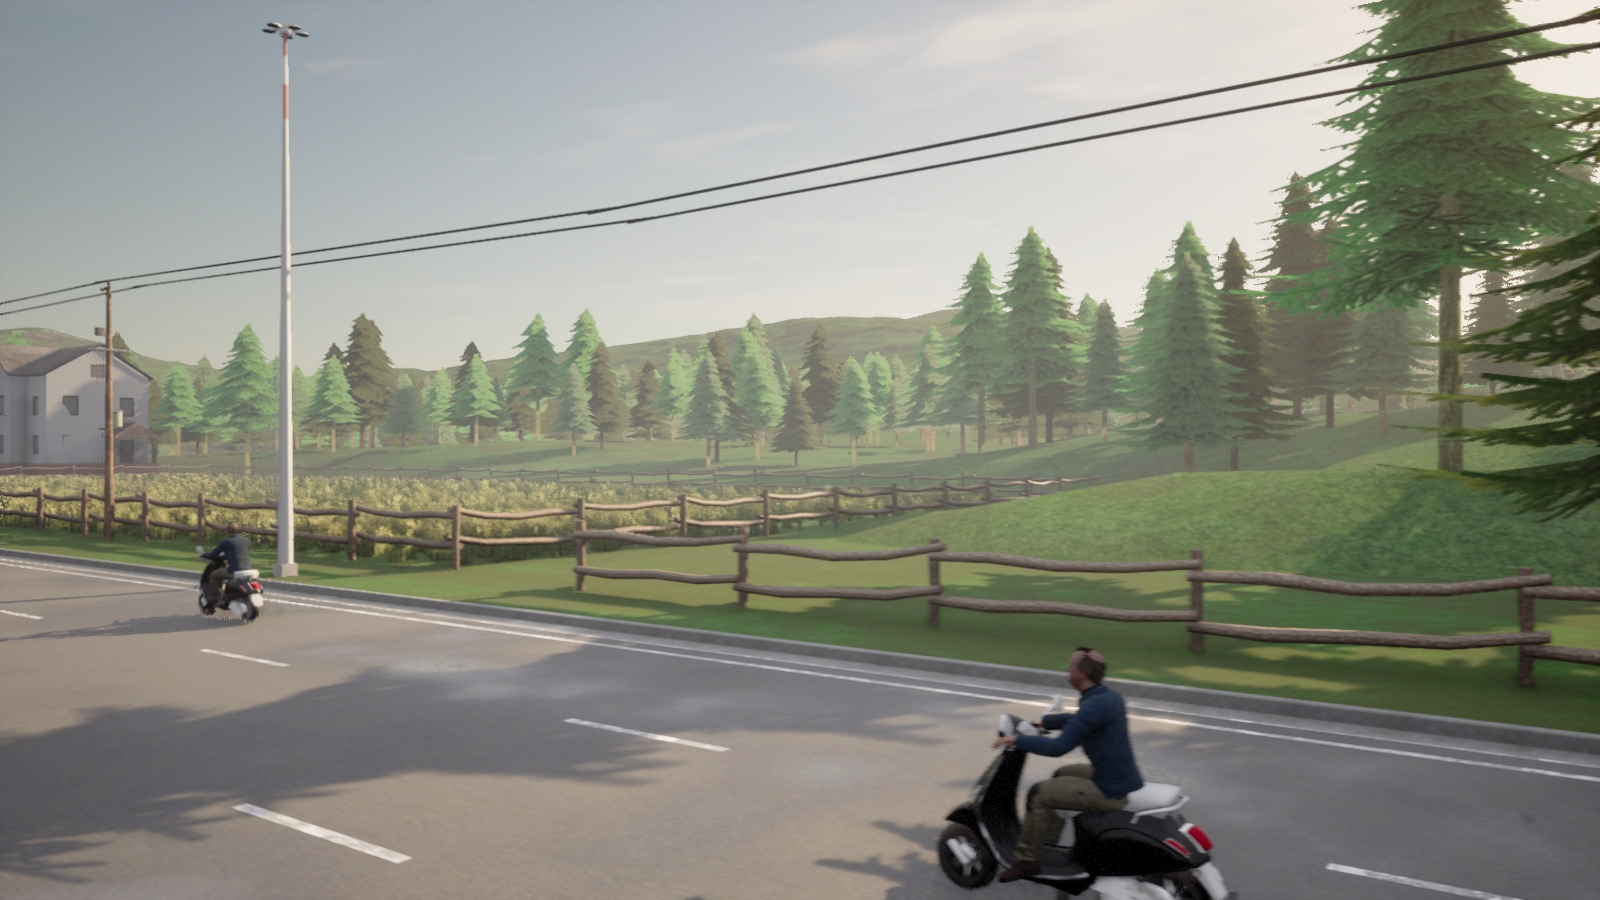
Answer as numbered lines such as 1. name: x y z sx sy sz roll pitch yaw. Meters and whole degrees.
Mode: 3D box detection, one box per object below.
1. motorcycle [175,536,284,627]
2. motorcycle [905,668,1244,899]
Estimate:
1. motorcycle: -9.467 2.151 18.958 1.805 1.316 0.856 0 0 35
2. motorcycle: 1.637 2.144 6.912 1.805 1.316 0.856 0 0 35
